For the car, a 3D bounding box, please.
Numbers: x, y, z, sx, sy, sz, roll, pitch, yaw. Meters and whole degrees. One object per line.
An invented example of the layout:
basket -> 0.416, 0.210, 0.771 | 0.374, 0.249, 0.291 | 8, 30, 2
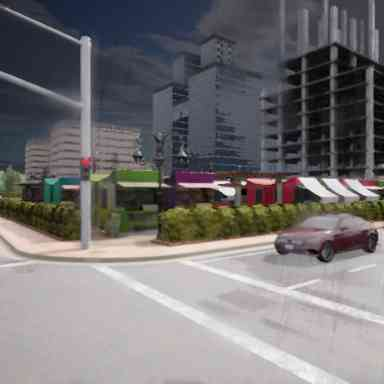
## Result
car -> 5.030, 1.519, 12.134 | 4.674, 1.442, 1.812 | 0, 0, -36
